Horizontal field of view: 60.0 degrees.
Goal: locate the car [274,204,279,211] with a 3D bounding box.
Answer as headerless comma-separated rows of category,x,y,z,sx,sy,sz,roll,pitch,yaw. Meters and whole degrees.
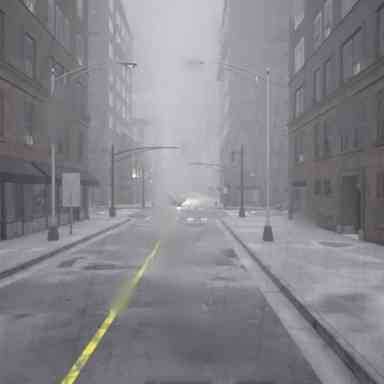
car,11.993,1.649,39.981,4.206,1.307,1.802,1,0,1

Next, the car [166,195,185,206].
car,-2.709,1.275,51.022,2.097,1.767,4.553,0,0,2

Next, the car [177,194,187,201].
car,-2.332,1.364,79.969,2.128,1.511,4.902,0,0,0

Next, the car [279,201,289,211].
car,12.799,1.585,37.393,4.902,1.511,2.128,1,0,1
